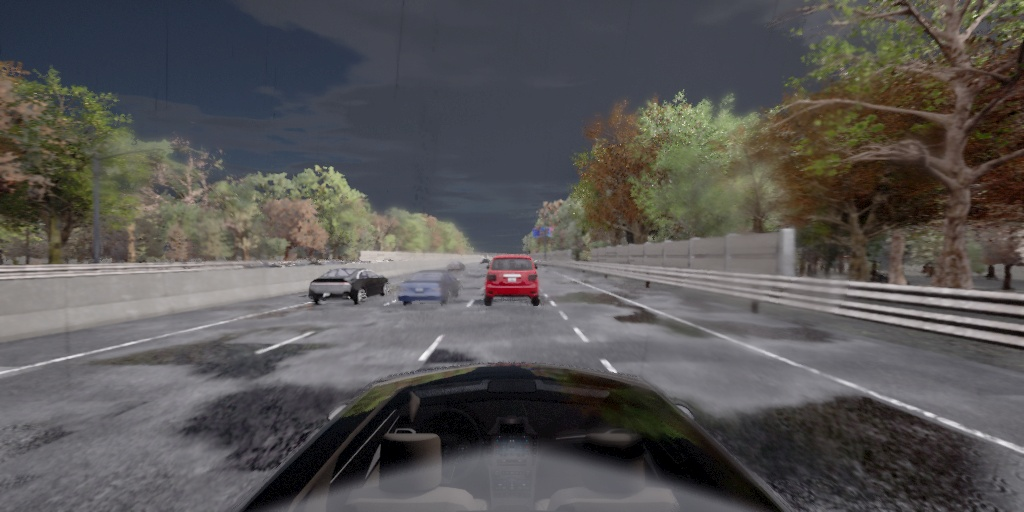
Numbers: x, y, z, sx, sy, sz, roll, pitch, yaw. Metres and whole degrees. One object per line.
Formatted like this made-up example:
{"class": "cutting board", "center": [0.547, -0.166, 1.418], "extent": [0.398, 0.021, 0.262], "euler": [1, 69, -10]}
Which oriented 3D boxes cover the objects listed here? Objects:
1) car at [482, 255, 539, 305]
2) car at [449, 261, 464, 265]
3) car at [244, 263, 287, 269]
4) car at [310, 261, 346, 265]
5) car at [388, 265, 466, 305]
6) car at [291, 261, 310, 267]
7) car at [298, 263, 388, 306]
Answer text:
{"class": "car", "center": [0.008, 0.991, 16.253], "extent": [2.150, 2.045, 5.566], "euler": [0, 0, 0]}
{"class": "car", "center": [-6.983, 1.357, 45.156], "extent": [2.033, 1.411, 5.357], "euler": [0, 0, 0]}
{"class": "car", "center": [-28.044, 1.406, 40.839], "extent": [1.895, 1.301, 4.718], "euler": [0, 0, 1]}
{"class": "car", "center": [-21.056, 1.298, 42.169], "extent": [2.128, 1.511, 4.902], "euler": [0, 0, 0]}
{"class": "car", "center": [-3.493, 1.317, 16.032], "extent": [2.033, 1.411, 5.357], "euler": [0, 0, 0]}
{"class": "car", "center": [-24.537, 1.313, 43.099], "extent": [1.837, 1.490, 4.892], "euler": [0, 0, 1]}
{"class": "car", "center": [-6.994, 1.261, 15.931], "extent": [2.128, 1.511, 4.902], "euler": [0, 0, 0]}
